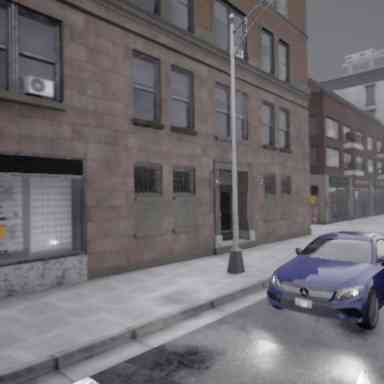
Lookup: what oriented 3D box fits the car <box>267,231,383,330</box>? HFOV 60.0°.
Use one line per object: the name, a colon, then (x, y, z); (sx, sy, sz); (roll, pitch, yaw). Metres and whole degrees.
car: (3.461, 1.642, 7.383); (1.812, 1.442, 4.674); (-2, -2, 42)
